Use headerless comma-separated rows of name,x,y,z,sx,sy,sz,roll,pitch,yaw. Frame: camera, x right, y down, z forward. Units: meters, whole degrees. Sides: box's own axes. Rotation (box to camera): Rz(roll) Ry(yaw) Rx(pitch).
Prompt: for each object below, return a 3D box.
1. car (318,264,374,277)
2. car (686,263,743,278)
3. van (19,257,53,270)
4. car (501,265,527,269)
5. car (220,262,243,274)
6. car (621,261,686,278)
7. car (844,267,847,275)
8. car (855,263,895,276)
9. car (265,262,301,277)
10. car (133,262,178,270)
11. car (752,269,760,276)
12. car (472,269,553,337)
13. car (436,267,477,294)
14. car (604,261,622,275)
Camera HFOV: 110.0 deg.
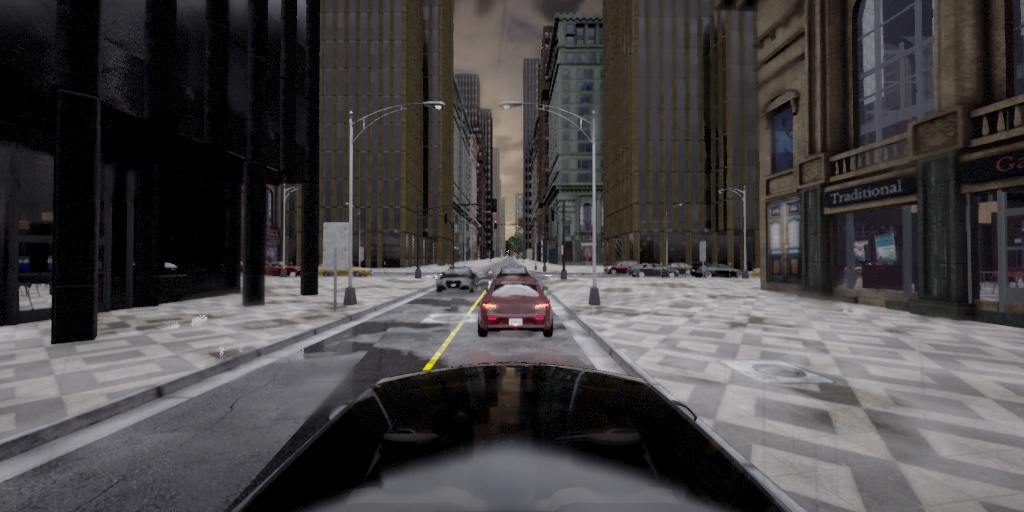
car,-14.603,1.178,31.288,4.829,1.417,1.751,0,0,0
car,17.986,1.320,31.410,4.313,1.339,1.948,0,0,0
van,-41.274,0.947,31.188,3.998,1.789,1.690,0,0,0
car,0.092,1.241,19.394,2.128,1.511,4.902,0,0,0
car,-30.973,1.292,39.751,4.507,1.381,1.888,0,0,0
car,12.317,1.284,31.389,4.403,1.370,2.007,0,0,0
car,34.989,1.548,39.997,4.207,1.307,1.802,0,0,0
car,40.656,1.442,40.018,4.097,1.591,1.967,0,0,0
car,-20.073,1.186,31.268,4.507,1.381,1.888,0,0,0
car,-30.673,1.186,31.228,4.313,1.339,1.948,0,0,0
car,23.823,1.304,31.431,4.829,1.417,1.751,0,0,0
car,0.088,1.275,10.141,1.812,1.442,4.674,0,0,0
car,-3.000,1.314,20.395,1.994,1.385,4.181,0,0,0
car,12.315,1.300,39.913,4.097,1.591,1.967,0,0,0
